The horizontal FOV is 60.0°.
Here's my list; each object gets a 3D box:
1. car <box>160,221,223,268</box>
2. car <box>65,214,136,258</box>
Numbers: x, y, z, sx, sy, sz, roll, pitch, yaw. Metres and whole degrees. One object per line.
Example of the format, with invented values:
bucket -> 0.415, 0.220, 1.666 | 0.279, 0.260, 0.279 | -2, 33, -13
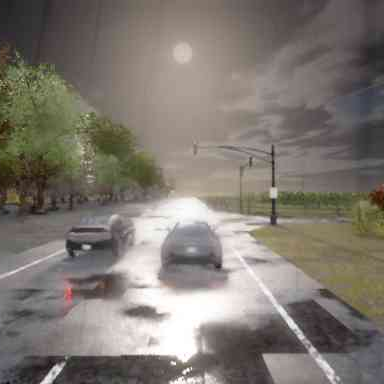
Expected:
car -> -0.004, 1.697, 11.763 | 1.994, 1.385, 4.181 | 0, -1, 0
car -> -3.492, 1.645, 13.494 | 2.128, 1.511, 4.902 | 0, 0, 0
